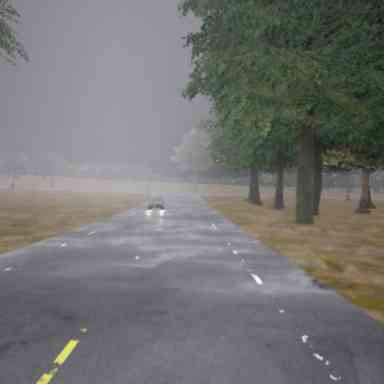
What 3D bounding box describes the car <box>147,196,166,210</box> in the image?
[{"bbox_3d":[-4.251,1.283,40.011,1.837,1.490,4.892,0,2,-1],"label":"car"}]
